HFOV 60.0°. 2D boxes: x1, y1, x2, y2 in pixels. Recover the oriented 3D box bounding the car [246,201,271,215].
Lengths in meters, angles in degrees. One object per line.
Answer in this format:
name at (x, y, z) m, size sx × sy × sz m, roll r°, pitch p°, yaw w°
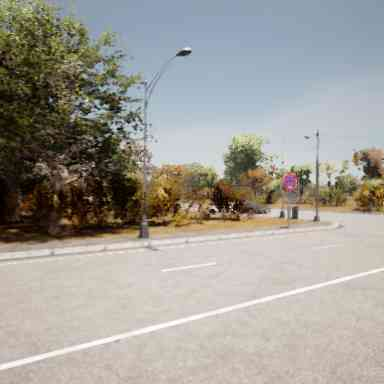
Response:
car at (7.114, 1.875, 38.758) m, size 1.837 × 1.490 × 4.892 m, roll 1°, pitch 2°, yaw -32°
